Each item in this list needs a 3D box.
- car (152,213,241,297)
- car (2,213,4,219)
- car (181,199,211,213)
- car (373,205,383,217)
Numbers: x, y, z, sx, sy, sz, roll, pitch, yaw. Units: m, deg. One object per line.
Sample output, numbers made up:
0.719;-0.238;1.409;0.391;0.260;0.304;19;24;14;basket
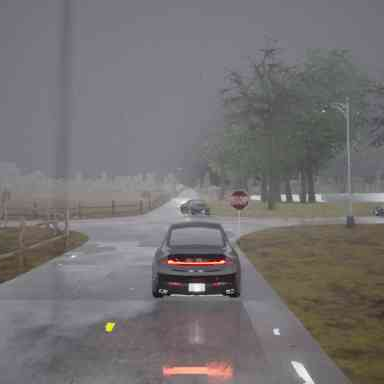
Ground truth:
0.095;1.506;8.532;1.837;1.490;4.892;0;0;0;car
-15.431;1.488;22.611;4.902;1.511;2.128;0;-1;1;car
0.282;1.490;32.193;1.837;1.490;4.892;-4;1;-18;car
16.548;1.245;25.692;4.674;1.442;1.812;-1;-1;0;car
